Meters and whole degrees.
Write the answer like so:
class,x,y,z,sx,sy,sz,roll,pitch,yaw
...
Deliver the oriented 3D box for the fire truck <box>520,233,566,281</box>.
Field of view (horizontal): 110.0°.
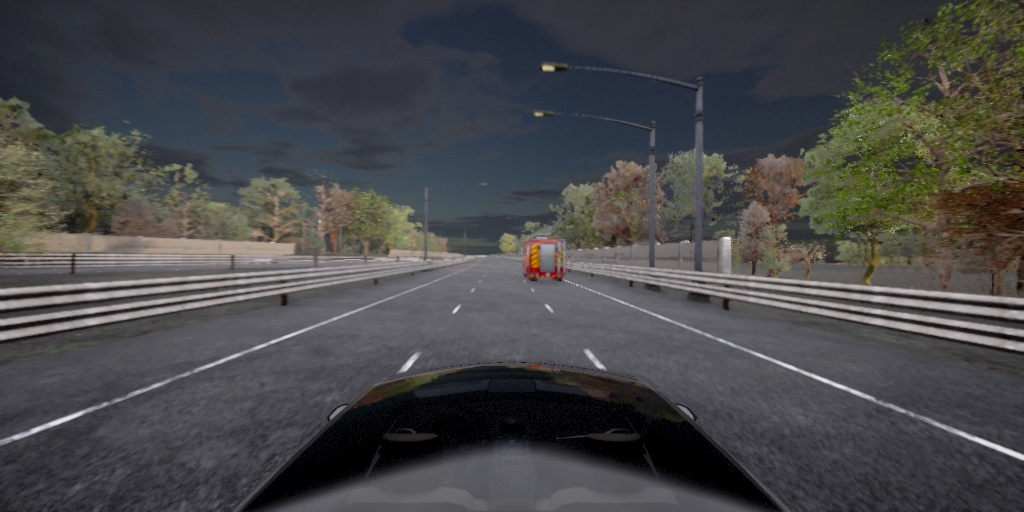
class,x,y,z,sx,sy,sz,roll,pitch,yaw
fire truck,2.650,0.132,32.013,2.891,3.827,8.468,0,0,-2
